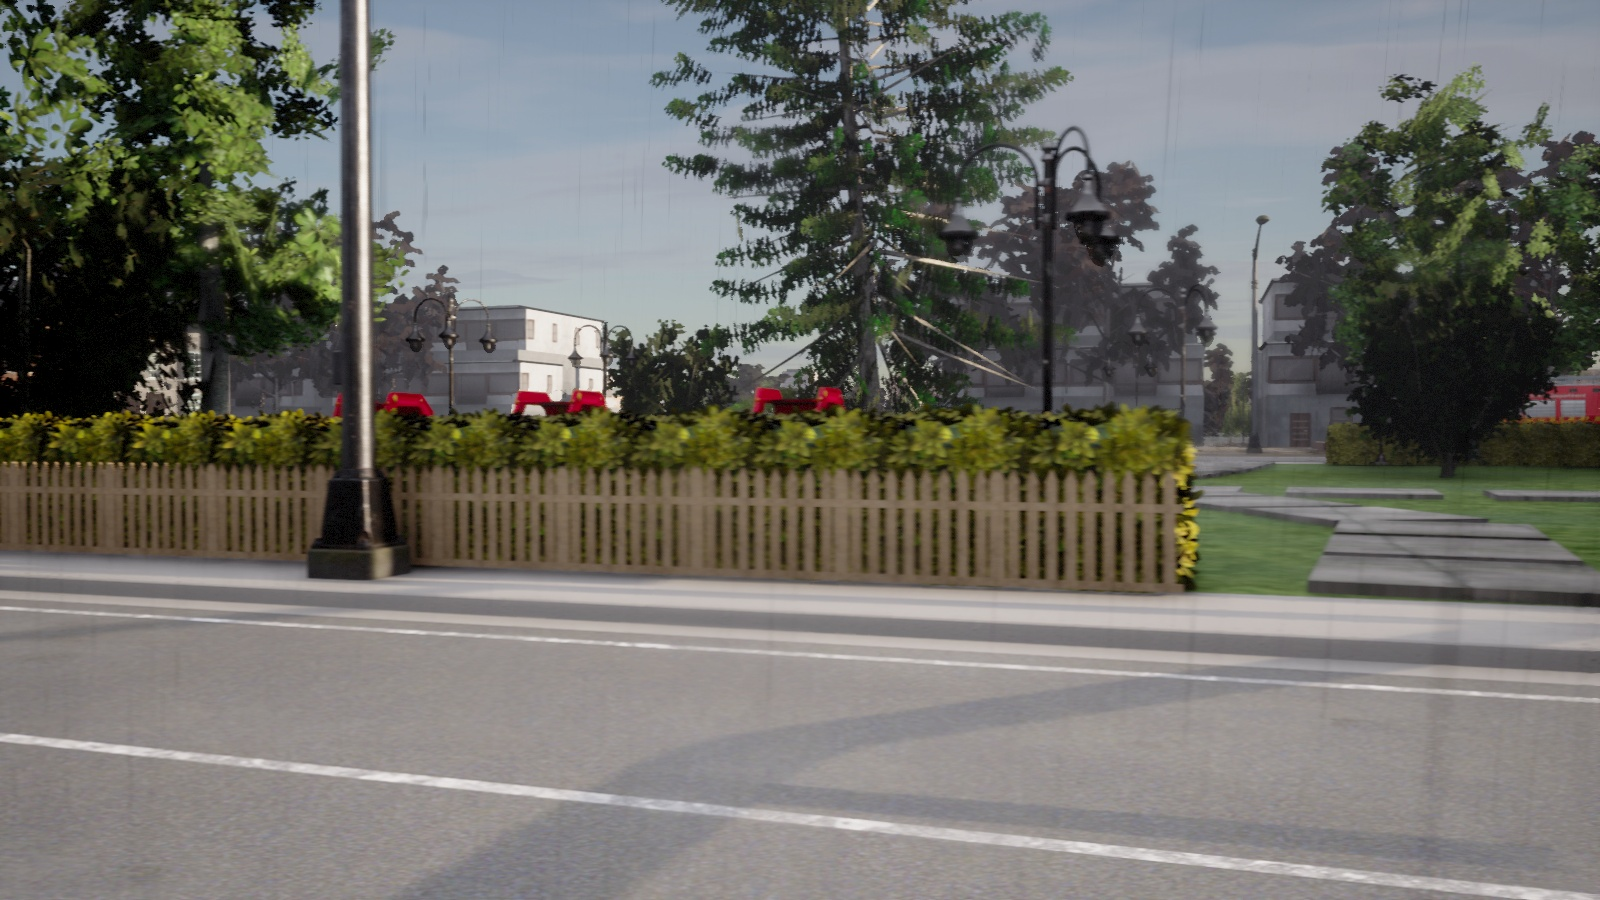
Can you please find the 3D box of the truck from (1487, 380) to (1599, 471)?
[{"bbox_3d":[34.686,-1.049,54.127,8.468,3.827,2.891,1,1,19],"label":"truck"}]
